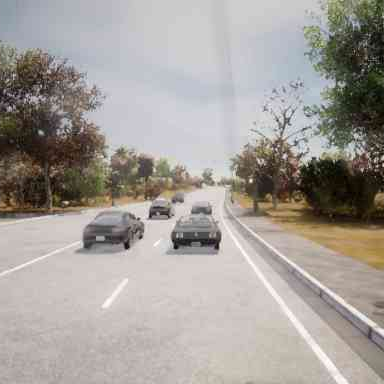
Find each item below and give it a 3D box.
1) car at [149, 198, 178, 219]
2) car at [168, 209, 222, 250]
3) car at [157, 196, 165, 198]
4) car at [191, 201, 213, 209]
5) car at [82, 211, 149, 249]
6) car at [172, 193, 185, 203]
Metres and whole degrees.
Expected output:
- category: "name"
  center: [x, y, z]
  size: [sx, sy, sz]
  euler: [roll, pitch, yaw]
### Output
- category: "car"
  center: [-2.613, 1.514, 29.370]
  size: [1.837, 1.490, 4.892]
  euler: [0, 0, 3]
- category: "car"
  center: [0.219, 1.613, 14.364]
  size: [1.895, 1.301, 4.718]
  euler: [0, 0, 2]
- category: "car"
  center: [-6.284, 1.558, 67.856]
  size: [1.812, 1.442, 4.674]
  euler: [0, 0, 6]
- category: "car"
  center: [0.881, 1.530, 29.161]
  size: [1.812, 1.442, 4.674]
  euler: [0, 0, 3]
- category: "car"
  center: [-3.280, 1.530, 14.438]
  size: [1.812, 1.442, 4.674]
  euler: [0, 0, 2]
- category: "car"
  center: [-2.806, 1.325, 67.463]
  size: [2.150, 2.045, 5.566]
  euler: [0, 0, 6]
